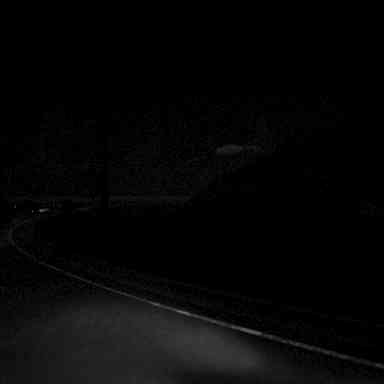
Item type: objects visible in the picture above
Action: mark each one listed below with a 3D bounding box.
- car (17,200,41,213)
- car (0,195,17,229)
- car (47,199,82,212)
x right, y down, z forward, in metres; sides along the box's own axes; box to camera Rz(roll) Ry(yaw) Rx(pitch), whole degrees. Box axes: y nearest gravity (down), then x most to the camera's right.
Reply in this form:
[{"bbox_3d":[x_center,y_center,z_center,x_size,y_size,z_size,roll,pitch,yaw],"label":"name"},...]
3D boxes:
[{"bbox_3d":[-18.638,1.552,37.215,1.994,1.385,4.181,0,0,2],"label":"car"},{"bbox_3d":[-12.990,1.214,21.382,2.150,2.045,5.566,0,0,-21],"label":"car"},{"bbox_3d":[-15.077,1.537,39.599,2.033,1.411,5.357,0,0,8],"label":"car"}]
